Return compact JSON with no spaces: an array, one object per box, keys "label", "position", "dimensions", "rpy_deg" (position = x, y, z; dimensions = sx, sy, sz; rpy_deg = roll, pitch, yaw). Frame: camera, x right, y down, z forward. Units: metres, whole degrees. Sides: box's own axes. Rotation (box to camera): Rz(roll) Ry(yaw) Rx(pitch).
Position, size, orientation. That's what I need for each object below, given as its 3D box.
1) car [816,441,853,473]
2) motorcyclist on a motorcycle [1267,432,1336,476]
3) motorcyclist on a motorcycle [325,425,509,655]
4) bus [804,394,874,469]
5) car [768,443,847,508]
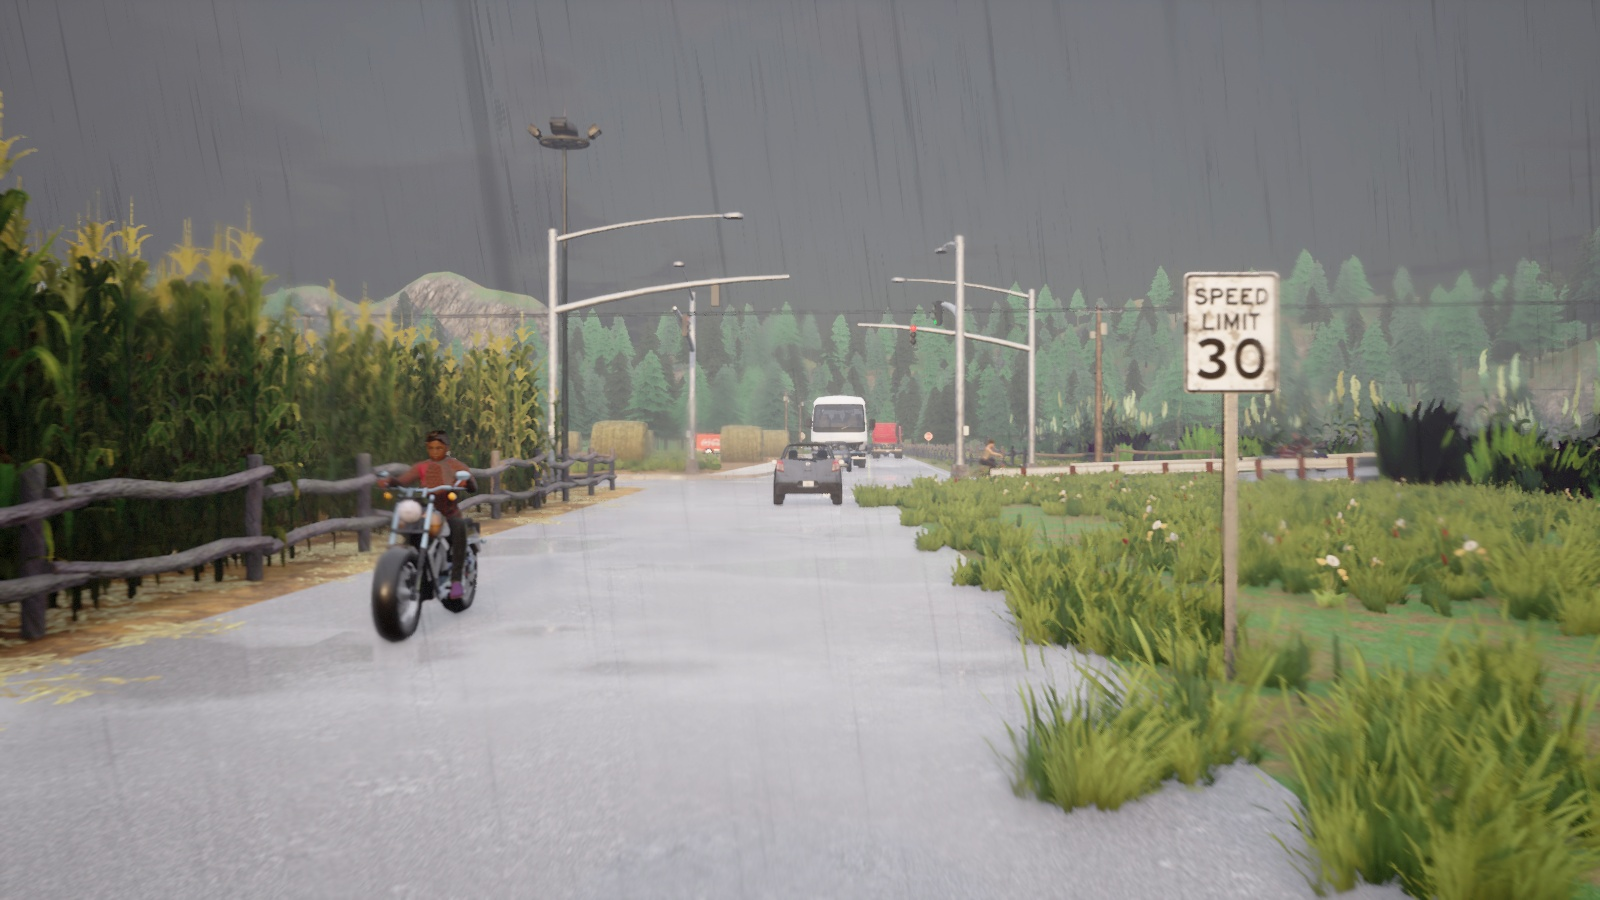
[{"label":"car","position":[1.800,0.334,63.885],"dimensions":[1.789,1.549,3.705],"rpy_deg":[0,0,3]},{"label":"motorcyclist on a motorcycle","position":[18.705,0.163,46.865],"dimensions":[2.191,1.530,0.866],"rpy_deg":[-3,0,6]},{"label":"motorcyclist on a motorcycle","position":[-3.027,0.637,10.205],"dimensions":[0.766,1.649,2.350],"rpy_deg":[0,0,0]},{"label":"bus","position":[2.464,-1.089,76.166],"dimensions":[3.944,4.253,10.273],"rpy_deg":[0,0,3]},{"label":"car","position":[0.192,0.587,31.071],"dimensions":[1.845,1.501,3.633],"rpy_deg":[0,0,0]}]
